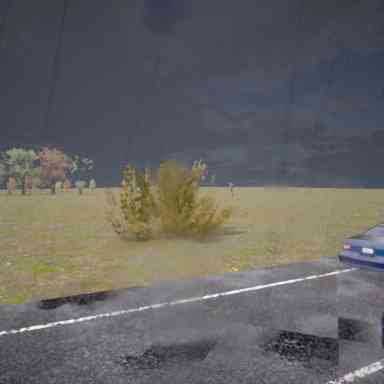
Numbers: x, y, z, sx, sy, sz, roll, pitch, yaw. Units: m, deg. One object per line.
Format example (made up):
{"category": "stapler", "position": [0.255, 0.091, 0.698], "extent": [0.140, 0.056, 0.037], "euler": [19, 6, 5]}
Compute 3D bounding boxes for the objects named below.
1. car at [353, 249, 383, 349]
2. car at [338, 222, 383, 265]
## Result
{"category": "car", "position": [4.566, 1.526, 4.549], "extent": [4.674, 1.442, 1.812], "euler": [0, 0, -28]}
{"category": "car", "position": [6.624, 1.549, 9.880], "extent": [5.357, 1.411, 2.033], "euler": [0, 0, -32]}
